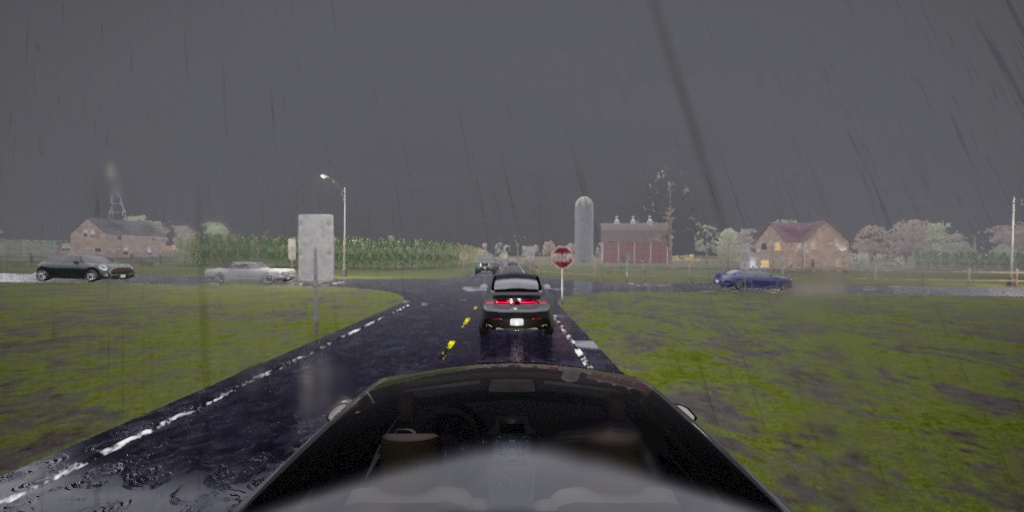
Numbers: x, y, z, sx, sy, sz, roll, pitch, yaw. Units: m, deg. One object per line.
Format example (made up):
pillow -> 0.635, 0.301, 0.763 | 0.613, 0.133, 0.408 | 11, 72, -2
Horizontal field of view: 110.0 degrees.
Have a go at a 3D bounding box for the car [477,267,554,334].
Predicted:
car -> 0.106, 1.231, 10.450 | 1.837, 1.490, 4.892 | 0, 0, 0

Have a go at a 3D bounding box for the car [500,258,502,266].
car -> -2.796, 1.125, 51.413 | 1.882, 1.535, 5.008 | 0, 0, 0

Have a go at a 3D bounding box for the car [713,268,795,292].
car -> 15.563, 1.477, 23.193 | 4.674, 1.442, 1.812 | 1, 1, 0

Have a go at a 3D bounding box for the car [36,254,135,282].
car -> -27.229, 0.684, 23.029 | 4.553, 1.767, 2.097 | 1, 1, 0

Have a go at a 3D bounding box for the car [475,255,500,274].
car -> -2.821, 0.887, 39.918 | 2.150, 2.045, 5.566 | 0, 0, 0

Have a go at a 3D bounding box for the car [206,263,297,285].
car -> -16.582, 1.092, 23.062 | 4.718, 1.301, 1.895 | 1, 1, 0
